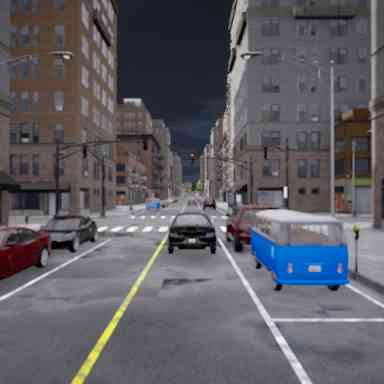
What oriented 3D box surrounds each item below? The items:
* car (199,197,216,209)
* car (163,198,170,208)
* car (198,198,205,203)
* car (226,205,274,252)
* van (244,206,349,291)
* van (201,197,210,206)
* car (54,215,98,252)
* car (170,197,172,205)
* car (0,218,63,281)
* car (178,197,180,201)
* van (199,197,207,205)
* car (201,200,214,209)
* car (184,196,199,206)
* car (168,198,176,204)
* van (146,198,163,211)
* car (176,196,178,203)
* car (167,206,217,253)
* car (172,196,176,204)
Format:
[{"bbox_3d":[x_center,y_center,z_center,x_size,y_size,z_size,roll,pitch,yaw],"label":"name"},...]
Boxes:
[{"bbox_3d":[2.698,1.792,51.866,2.192,1.841,5.009,0,-1,0],"label":"car"},{"bbox_3d":[-5.412,2.091,57.267,1.947,1.339,4.313,0,-1,0],"label":"car"},{"bbox_3d":[2.653,2.394,95.282,1.752,1.417,4.829,0,-1,0],"label":"car"},{"bbox_3d":[2.635,1.451,14.496,2.192,1.841,5.009,0,-1,0],"label":"car"},{"bbox_3d":[2.635,1.426,8.985,1.690,1.788,3.998,0,-1,0],"label":"van"},{"bbox_3d":[2.681,1.965,68.084,1.690,1.788,3.998,0,-1,0],"label":"van"},{"bbox_3d":[-5.390,1.701,14.493,1.947,1.339,4.313,0,-1,0],"label":"car"},{"bbox_3d":[-5.411,2.119,62.674,1.887,1.381,4.507,0,-1,0],"label":"car"},{"bbox_3d":[-5.390,1.629,8.983,1.887,1.381,4.507,0,-1,0],"label":"car"},{"bbox_3d":[-5.407,2.182,95.112,2.192,1.841,5.009,0,-1,0],"label":"car"},{"bbox_3d":[2.670,2.062,78.896,1.690,1.788,3.998,0,-1,0],"label":"van"},{"bbox_3d":[2.692,2.077,57.270,2.008,1.369,4.403,0,-1,0],"label":"car"},{"bbox_3d":[-0.005,2.100,66.257,2.128,1.511,4.902,0,0,0],"label":"car"},{"bbox_3d":[-5.407,2.384,89.704,1.947,1.339,4.313,0,-1,0],"label":"car"},{"bbox_3d":[-5.414,1.768,46.457,1.690,1.788,3.998,0,-1,0],"label":"van"},{"bbox_3d":[-5.408,2.320,84.298,2.008,1.369,4.403,0,-1,0],"label":"car"},{"bbox_3d":[-0.009,1.613,14.481,1.882,1.535,5.008,0,0,0],"label":"car"},{"bbox_3d":[-5.409,2.245,78.723,1.752,1.417,4.829,0,-1,0],"label":"car"}]
